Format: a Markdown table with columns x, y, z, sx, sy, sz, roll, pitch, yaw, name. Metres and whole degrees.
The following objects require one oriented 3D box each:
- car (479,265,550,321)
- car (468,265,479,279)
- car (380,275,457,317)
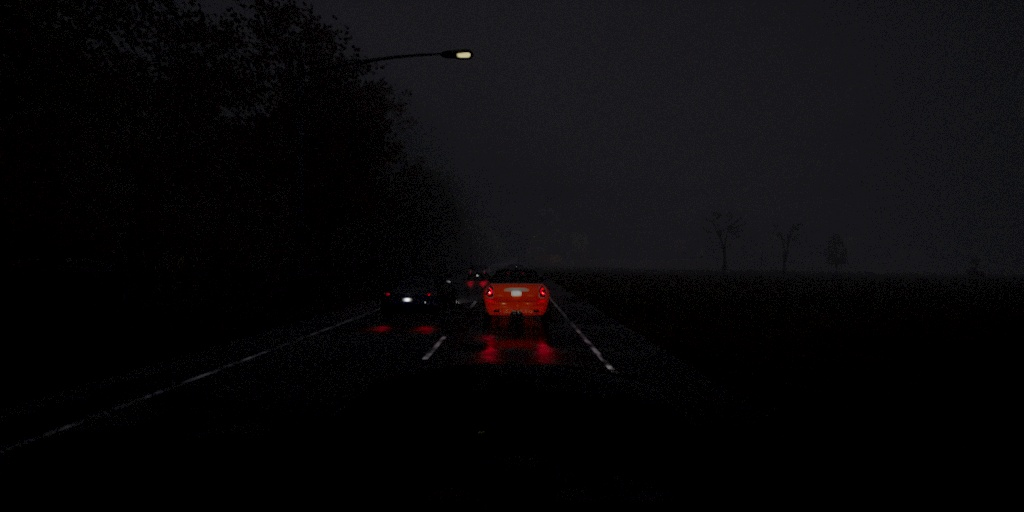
| x | y | z | sx | sy | sz | roll | pitch | yaw | name |
| --- | --- | --- | --- | --- | --- | --- | --- | --- | --- |
| 0.158 | 1.167 | 12.884 | 2.097 | 1.767 | 4.553 | 0 | 0 | 1 | car |
| -3.164 | 1.549 | 35.378 | 1.895 | 1.301 | 4.718 | 0 | 0 | 0 | car |
| -3.334 | 1.383 | 13.498 | 1.994 | 1.385 | 4.181 | 0 | 0 | 1 | car |
